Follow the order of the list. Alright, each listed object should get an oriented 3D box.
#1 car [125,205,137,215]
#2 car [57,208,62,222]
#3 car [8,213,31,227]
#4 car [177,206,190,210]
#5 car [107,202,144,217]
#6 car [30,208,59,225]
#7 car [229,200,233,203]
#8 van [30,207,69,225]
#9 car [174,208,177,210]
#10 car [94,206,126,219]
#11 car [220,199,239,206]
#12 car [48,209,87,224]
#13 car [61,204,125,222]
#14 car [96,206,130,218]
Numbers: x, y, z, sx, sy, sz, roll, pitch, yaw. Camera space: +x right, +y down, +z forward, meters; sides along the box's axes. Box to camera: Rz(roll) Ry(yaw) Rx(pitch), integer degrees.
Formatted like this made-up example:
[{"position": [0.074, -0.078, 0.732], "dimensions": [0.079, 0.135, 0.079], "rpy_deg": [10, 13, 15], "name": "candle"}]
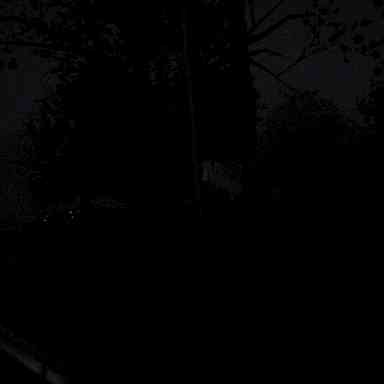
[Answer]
[{"position": [-8.779, 2.647, 47.029], "dimensions": [1.994, 1.385, 4.181], "rpy_deg": [-7, -3, 32], "name": "car"}, {"position": [-13.341, 2.772, 39.673], "dimensions": [1.994, 1.385, 4.181], "rpy_deg": [-7, -3, 31], "name": "car"}, {"position": [-20.715, 3.502, 42.505], "dimensions": [5.366, 1.575, 1.946], "rpy_deg": [-7, -3, 12], "name": "car"}, {"position": [0.120, 2.426, 61.278], "dimensions": [2.033, 1.411, 5.357], "rpy_deg": [-7, -3, 32], "name": "car"}, {"position": [-11.550, 3.036, 57.776], "dimensions": [5.566, 2.045, 2.435], "rpy_deg": [-7, -3, 12], "name": "car"}, {"position": [-16.497, 2.879, 40.267], "dimensions": [2.097, 1.767, 4.553], "rpy_deg": [-7, -3, 32], "name": "car"}, {"position": [9.074, 2.871, 90.723], "dimensions": [5.366, 1.575, 1.946], "rpy_deg": [-7, -3, 12], "name": "car"}, {"position": [-19.238, 3.246, 45.066], "dimensions": [4.442, 1.987, 1.878], "rpy_deg": [-7, -3, 12], "name": "van"}, {"position": [-3.343, 2.724, 61.363], "dimensions": [1.812, 1.442, 4.674], "rpy_deg": [-7, -3, 32], "name": "car"}, {"position": [-11.760, 2.962, 47.879], "dimensions": [1.994, 1.385, 4.181], "rpy_deg": [-7, -3, 31], "name": "car"}, {"position": [10.492, 2.873, 93.288], "dimensions": [4.792, 1.488, 2.163], "rpy_deg": [-7, -3, 12], "name": "car"}, {"position": [-17.788, 3.474, 47.615], "dimensions": [4.792, 1.488, 2.163], "rpy_deg": [-7, -3, 12], "name": "car"}, {"position": [-8.814, 1.873, 30.086], "dimensions": [2.128, 1.511, 4.902], "rpy_deg": [-7, -3, 32], "name": "car"}, {"position": [-13.065, 3.320, 55.231], "dimensions": [5.008, 1.535, 2.097], "rpy_deg": [-7, -3, 12], "name": "car"}]
